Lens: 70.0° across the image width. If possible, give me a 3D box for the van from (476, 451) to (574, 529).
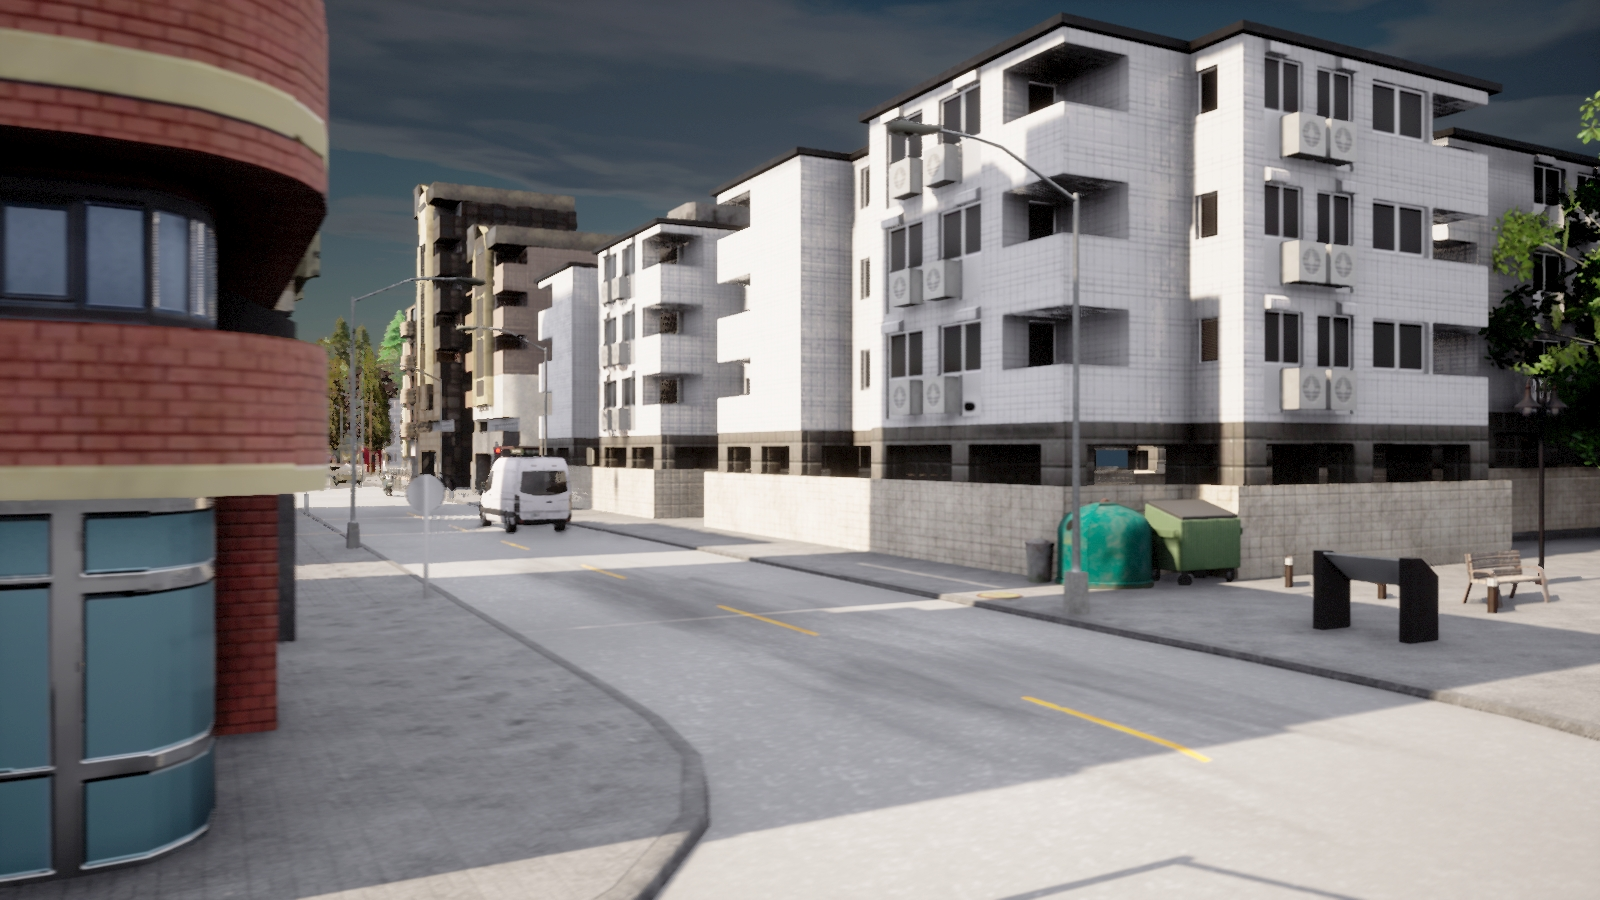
[{"bbox_3d":[-9.846,1.309,40.543,1.988,2.561,5.915,0,0,-28],"label":"van"}]
